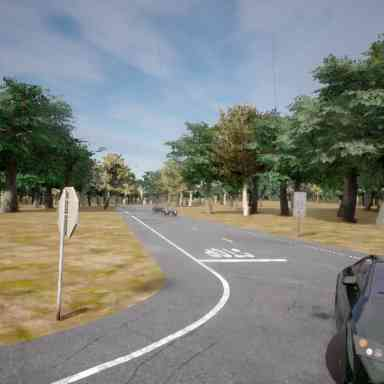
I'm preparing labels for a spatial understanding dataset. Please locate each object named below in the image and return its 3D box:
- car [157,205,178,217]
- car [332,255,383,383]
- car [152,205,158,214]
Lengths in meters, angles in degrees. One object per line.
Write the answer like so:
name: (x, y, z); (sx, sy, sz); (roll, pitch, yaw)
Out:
car: (-3.410, 2.852, 48.032); (1.895, 1.301, 4.718); (3, -2, -13)
car: (3.105, 1.643, 4.618); (1.994, 1.385, 4.181); (1, -1, 22)
car: (-5.652, 2.963, 56.882); (1.882, 1.535, 5.008); (3, -2, -14)
